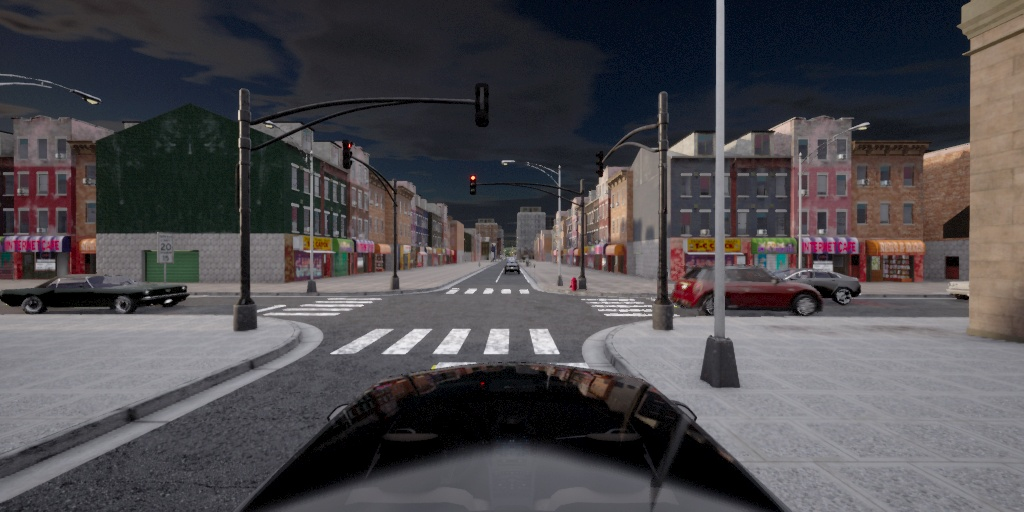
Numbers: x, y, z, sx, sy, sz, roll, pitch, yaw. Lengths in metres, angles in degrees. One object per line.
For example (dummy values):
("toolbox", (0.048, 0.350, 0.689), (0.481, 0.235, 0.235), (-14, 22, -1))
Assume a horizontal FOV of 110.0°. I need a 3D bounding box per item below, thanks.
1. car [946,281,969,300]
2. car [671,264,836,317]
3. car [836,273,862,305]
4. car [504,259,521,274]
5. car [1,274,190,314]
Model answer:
("car", (22.492, 1.418, 15.850), (4.718, 1.301, 1.895), (0, 0, 0))
("car", (8.330, 1.137, 12.886), (4.553, 1.767, 2.097), (0, 0, 0))
("car", (12.446, 1.277, 15.841), (4.902, 1.511, 2.128), (0, 0, 0))
("car", (0.011, 1.313, 40.659), (1.948, 1.339, 4.313), (0, 0, 0))
("car", (-14.638, 1.312, 12.866), (4.718, 1.301, 1.895), (0, 0, -3))
